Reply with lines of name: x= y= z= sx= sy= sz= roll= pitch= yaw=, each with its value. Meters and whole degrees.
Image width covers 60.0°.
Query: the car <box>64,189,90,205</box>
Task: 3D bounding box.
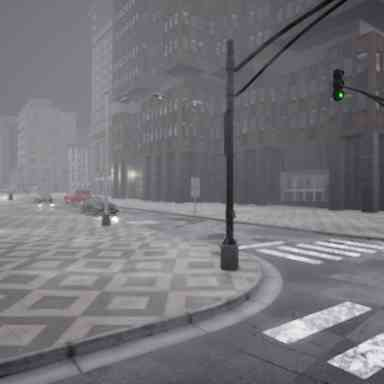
car: x=-14.812 y=0.607 z=42.917 sx=2.150 sy=2.045 sz=5.566 roll=0 pitch=1 yaw=-35

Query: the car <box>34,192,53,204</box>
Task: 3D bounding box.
car: x=-20.378 y=0.801 z=45.558 sx=1.837 sy=1.490 sz=4.892 roll=0 pitch=0 yaw=-35

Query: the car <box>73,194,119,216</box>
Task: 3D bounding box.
car: x=-7.928 y=1.144 z=27.881 sx=2.033 sy=1.411 sz=5.357 roll=0 pitch=1 yaw=-35
